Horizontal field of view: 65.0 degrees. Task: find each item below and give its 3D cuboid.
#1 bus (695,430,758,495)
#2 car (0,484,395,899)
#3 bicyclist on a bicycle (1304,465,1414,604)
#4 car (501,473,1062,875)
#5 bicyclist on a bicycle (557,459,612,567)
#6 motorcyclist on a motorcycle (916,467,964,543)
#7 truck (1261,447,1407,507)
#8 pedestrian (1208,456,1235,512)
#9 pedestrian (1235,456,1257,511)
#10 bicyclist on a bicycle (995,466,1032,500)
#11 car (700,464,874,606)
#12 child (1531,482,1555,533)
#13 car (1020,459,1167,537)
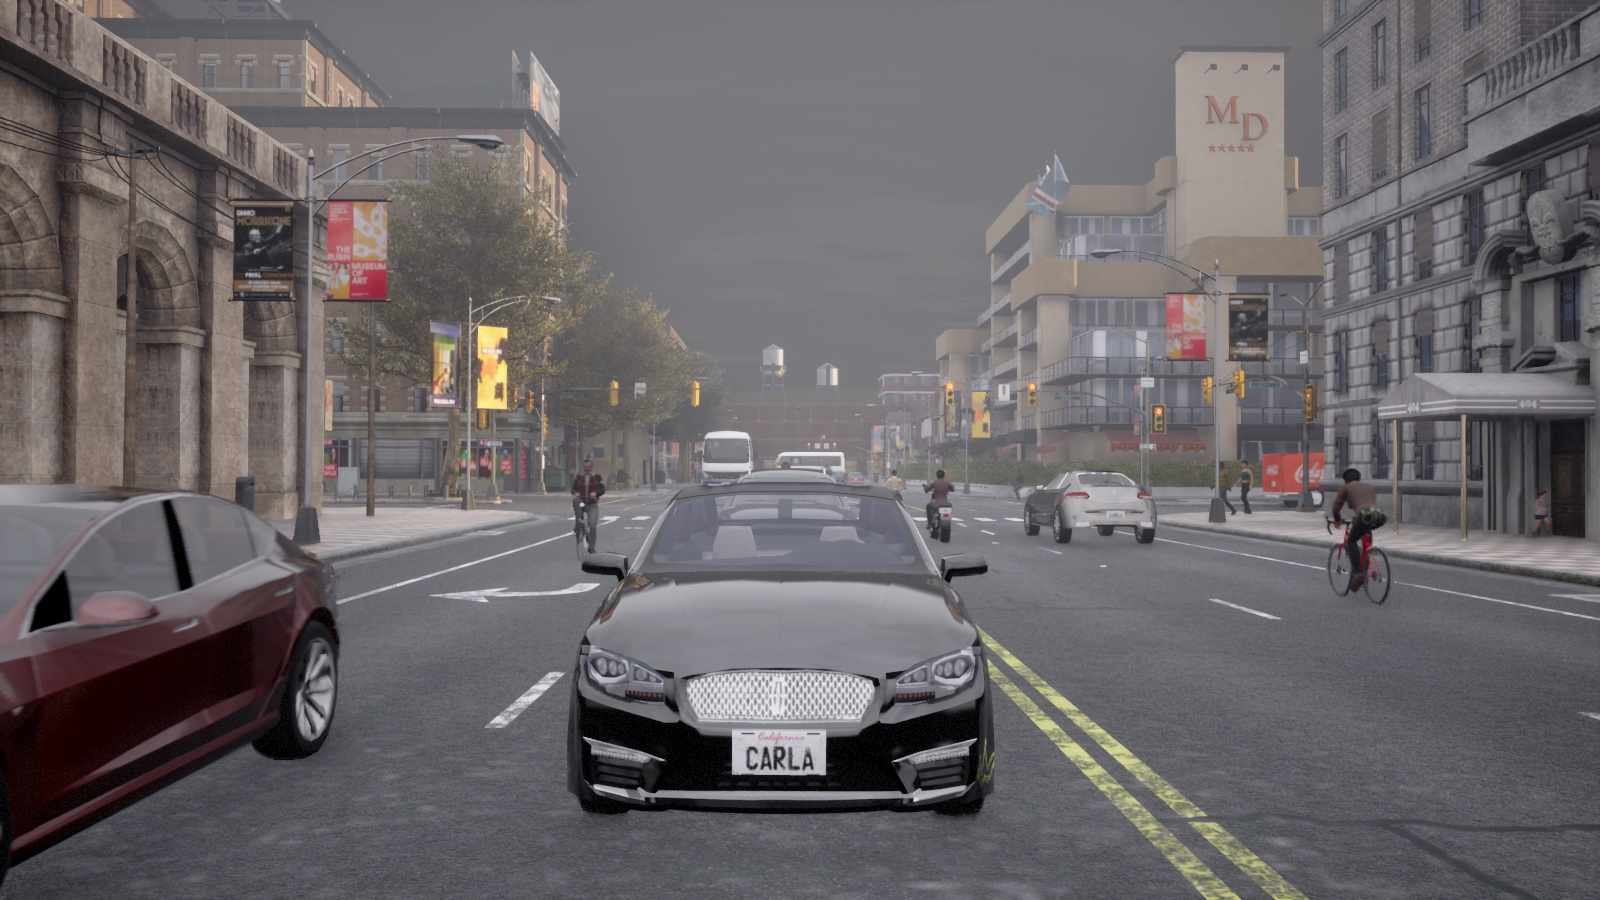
[{"bbox_3d":[-4.931,0.914,86.961,3.944,4.253,10.273,0,-1,-1],"label":"bus"},{"bbox_3d":[-3.571,0.919,5.365,2.163,1.488,4.792,0,-1,0],"label":"car"},{"bbox_3d":[6.855,0.999,15.484,0.582,1.620,1.656,0,-1,-1],"label":"bicyclist on a bicycle"},{"bbox_3d":[-0.075,0.892,7.228,2.128,1.511,4.902,0,-1,0],"label":"car"},{"bbox_3d":[-3.718,1.064,21.750,0.659,1.776,1.843,0,-1,-1],"label":"bicyclist on a bicycle"},{"bbox_3d":[3.173,1.232,28.631,0.766,1.649,2.350,0,-1,-1],"label":"motorcyclist on a motorcycle"},{"bbox_3d":[23.306,1.165,54.987,5.204,2.467,2.627,-1,-1,-1],"label":"truck"},{"bbox_3d":[13.844,1.107,41.283,0.709,1.840,0.431,0,-1,-4],"label":"pedestrian"},{"bbox_3d":[15.089,1.123,42.522,0.594,1.836,0.345,0,-1,-13],"label":"pedestrian"},{"bbox_3d":[11.289,1.751,66.317,1.843,1.776,0.659,0,-1,-1],"label":"bicyclist on a bicycle"},{"bbox_3d":[-0.171,1.032,17.125,2.033,1.649,4.856,0,-1,-1],"label":"car"},{"bbox_3d":[16.149,1.244,27.308,0.255,1.110,0.394,0,-1,-5],"label":"child"},{"bbox_3d":[6.662,1.055,29.144,2.152,1.651,5.027,0,-1,-1],"label":"car"}]
